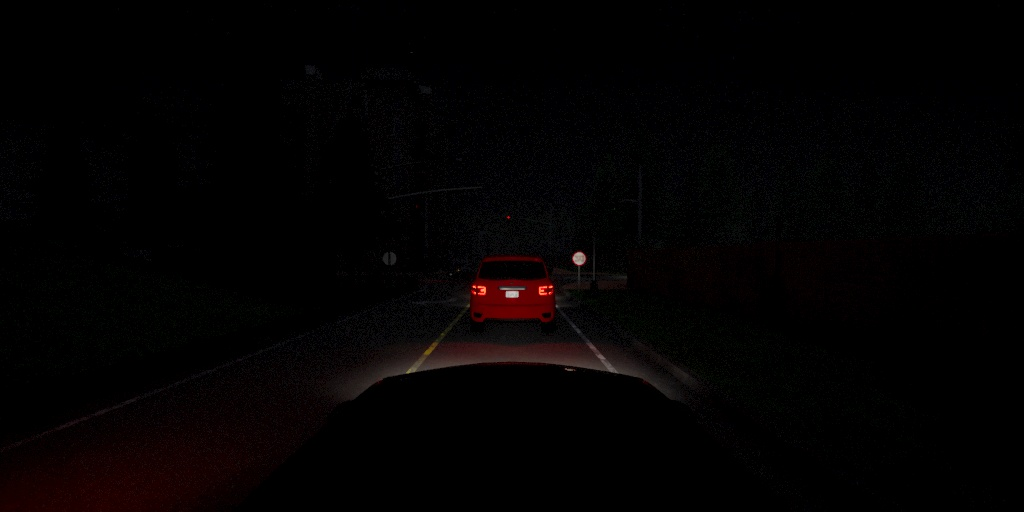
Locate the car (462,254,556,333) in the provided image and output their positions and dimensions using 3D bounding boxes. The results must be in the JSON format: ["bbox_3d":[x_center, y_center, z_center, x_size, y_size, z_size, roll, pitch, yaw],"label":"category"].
[{"bbox_3d":[0.055,0.971,10.914,2.150,2.045,5.566,0,0,1],"label":"car"}]

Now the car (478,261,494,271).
[{"bbox_3d":[-3.529,1.351,50.086,1.895,1.301,4.718,0,0,0],"label":"car"}]

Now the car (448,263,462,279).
[{"bbox_3d":[-3.353,1.272,31.372,4.674,1.442,1.812,0,1,-39],"label":"car"}]
